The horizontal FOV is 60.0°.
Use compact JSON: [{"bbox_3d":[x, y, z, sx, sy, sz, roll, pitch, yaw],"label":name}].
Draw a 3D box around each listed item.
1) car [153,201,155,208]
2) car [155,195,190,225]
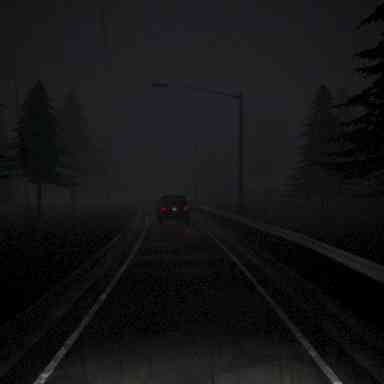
[{"bbox_3d":[-3.786,1.490,42.114,1.812,1.442,4.674,0,0,-8],"label":"car"},{"bbox_3d":[-1.404,1.202,23.936,2.150,2.045,5.566,0,0,-6],"label":"car"}]
